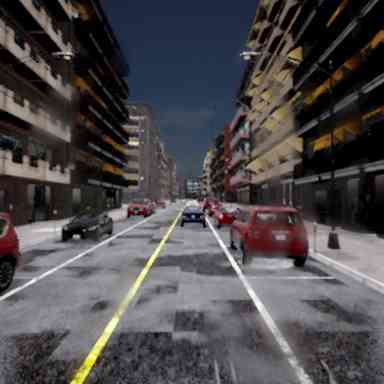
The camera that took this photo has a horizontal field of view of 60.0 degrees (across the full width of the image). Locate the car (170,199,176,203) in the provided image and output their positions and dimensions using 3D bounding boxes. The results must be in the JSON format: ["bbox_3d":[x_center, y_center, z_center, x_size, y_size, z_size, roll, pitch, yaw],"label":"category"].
[{"bbox_3d":[-5.343,2.520,94.298,1.947,1.339,4.313,1,-1,0],"label":"car"}]

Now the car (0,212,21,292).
[{"bbox_3d":[-5.294,1.368,6.447,2.192,1.841,5.009,1,0,0],"label":"car"}]

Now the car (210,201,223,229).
[{"bbox_3d":[2.540,1.634,22.984,1.967,1.590,4.097,1,-1,0],"label":"car"}]

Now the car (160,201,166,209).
[{"bbox_3d":[-5.326,2.113,56.220,1.802,1.307,4.206,1,-1,0],"label":"car"}]

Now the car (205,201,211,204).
[{"bbox_3d":[2.532,1.880,34.045,1.802,1.307,4.206,1,-1,0],"label":"car"}]

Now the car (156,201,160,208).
[{"bbox_3d":[-5.317,1.899,39.628,1.887,1.381,4.507,1,-1,0],"label":"car"}]

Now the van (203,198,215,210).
[{"bbox_3d":[2.528,1.811,50.641,1.690,1.788,3.998,1,-1,0],"label":"van"}]

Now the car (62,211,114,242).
[{"bbox_3d":[-5.306,1.711,17.507,1.947,1.339,4.313,1,0,0],"label":"car"}]

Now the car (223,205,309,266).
[{"bbox_3d":[2.549,1.412,11.922,2.192,1.841,5.009,1,0,0],"label":"car"}]

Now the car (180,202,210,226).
[{"bbox_3d":[0.090,1.762,25.243,2.033,1.411,5.357,0,-1,0],"label":"car"}]

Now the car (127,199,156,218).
[{"bbox_3d":[-5.308,1.614,34.098,2.192,1.841,5.009,1,-1,0],"label":"car"}]

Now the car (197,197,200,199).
[{"bbox_3d":[2.541,2.269,94.350,2.192,1.841,5.009,1,-1,0],"label":"car"}]

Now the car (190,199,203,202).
[{"bbox_3d":[0.082,1.900,41.563,1.812,1.442,4.674,0,-1,0],"label":"car"}]

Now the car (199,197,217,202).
[{"bbox_3d":[2.532,1.726,45.110,2.192,1.841,5.009,1,-1,0],"label":"car"}]
